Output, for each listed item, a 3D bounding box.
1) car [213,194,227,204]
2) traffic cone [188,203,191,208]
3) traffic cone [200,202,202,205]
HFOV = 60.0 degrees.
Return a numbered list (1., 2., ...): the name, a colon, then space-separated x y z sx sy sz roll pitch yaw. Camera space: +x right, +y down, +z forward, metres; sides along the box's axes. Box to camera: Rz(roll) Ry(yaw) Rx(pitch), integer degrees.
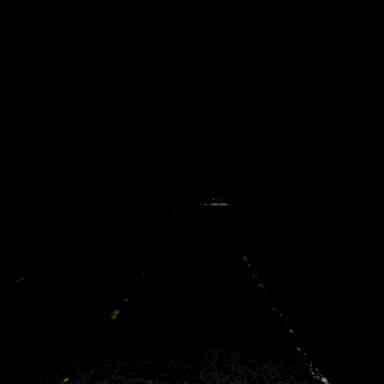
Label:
1. car: 5.088 1.249 60.997 2.097 1.767 4.553 0 0 13
2. traffic cone: -0.340 1.877 45.801 0.340 0.580 0.340 0 0 9
3. traffic cone: 1.477 1.859 55.730 0.340 0.580 0.340 0 0 11
